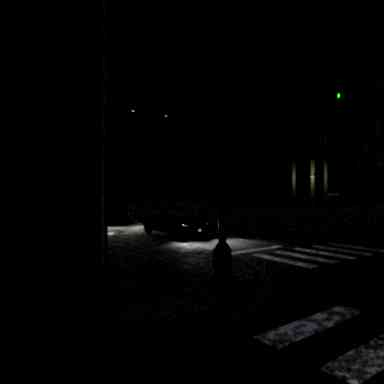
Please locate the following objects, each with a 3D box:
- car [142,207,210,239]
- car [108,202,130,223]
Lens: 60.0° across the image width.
[{"bbox_3d":[-0.996,1.533,17.609,1.812,1.442,4.674,0,0,-36],"label":"car"},{"bbox_3d":[-6.376,1.488,25.071,1.882,1.535,5.008,0,0,-36],"label":"car"}]
